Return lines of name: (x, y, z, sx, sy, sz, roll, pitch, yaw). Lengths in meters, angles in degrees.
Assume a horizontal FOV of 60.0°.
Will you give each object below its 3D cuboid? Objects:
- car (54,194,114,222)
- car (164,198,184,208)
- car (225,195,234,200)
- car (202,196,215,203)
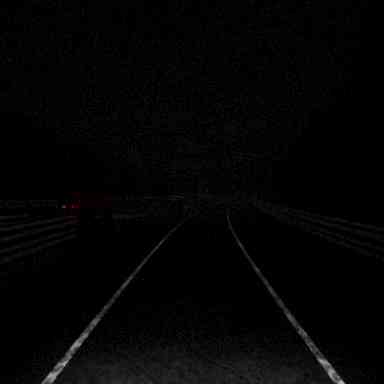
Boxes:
car: (-8.213, 1.156, 25.749, 2.150, 2.045, 5.566, 0, 0, 16)
car: (-2.463, 1.517, 46.462, 1.812, 1.442, 4.674, 0, 0, 16)
car: (10.659, 1.566, 93.724, 2.033, 1.411, 5.357, 0, 0, 16)
car: (3.438, 1.563, 67.715, 2.033, 1.411, 5.357, 0, 0, 16)
